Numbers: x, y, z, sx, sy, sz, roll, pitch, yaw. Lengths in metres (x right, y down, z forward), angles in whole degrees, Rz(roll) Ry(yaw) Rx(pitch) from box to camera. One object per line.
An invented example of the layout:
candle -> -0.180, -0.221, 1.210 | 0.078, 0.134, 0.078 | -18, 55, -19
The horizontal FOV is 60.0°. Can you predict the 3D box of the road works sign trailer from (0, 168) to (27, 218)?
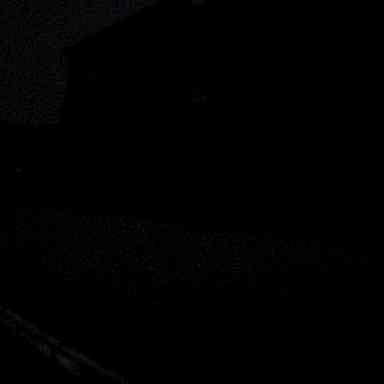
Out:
road works sign trailer -> -13.027, -0.045, 23.233 | 2.880, 2.380, 3.560 | 7, 20, -36
